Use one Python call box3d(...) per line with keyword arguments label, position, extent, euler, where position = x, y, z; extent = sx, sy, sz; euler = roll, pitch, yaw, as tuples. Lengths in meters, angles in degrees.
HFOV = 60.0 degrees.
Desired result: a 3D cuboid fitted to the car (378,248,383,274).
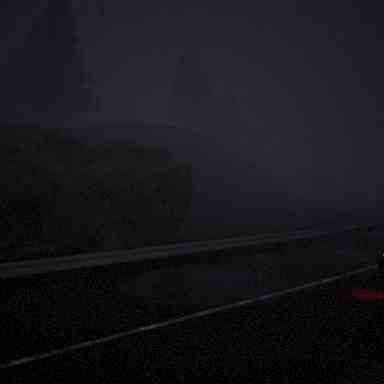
box3d(label="car", position=(6.963, 1.547, 8.982), extent=(5.357, 1.411, 2.033), euler=(0, 0, -39))
